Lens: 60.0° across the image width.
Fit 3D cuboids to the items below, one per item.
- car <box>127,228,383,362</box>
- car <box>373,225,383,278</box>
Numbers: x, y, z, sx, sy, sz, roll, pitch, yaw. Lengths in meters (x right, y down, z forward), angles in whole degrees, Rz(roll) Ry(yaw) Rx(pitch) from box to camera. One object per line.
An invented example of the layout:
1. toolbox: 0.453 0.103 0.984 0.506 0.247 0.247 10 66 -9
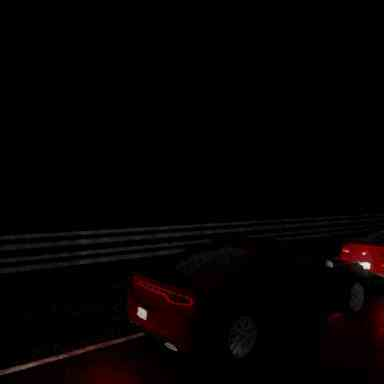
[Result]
1. car: 1.305 1.577 6.136 5.008 1.535 1.882 1 -1 -36
2. car: 6.156 1.689 9.664 4.674 1.442 1.812 1 -1 -36
